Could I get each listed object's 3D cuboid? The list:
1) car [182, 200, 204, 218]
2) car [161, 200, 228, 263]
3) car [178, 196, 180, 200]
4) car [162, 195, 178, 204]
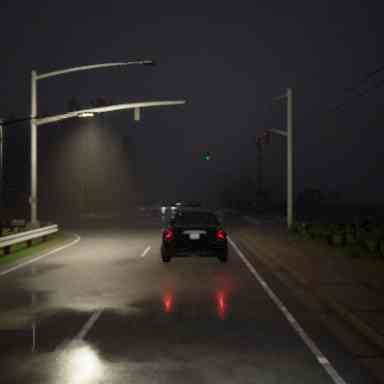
[{"bbox_3d":[0.099,1.511,30.901,1.837,1.490,4.892,0,0,0],"label":"car"},{"bbox_3d":[0.088,1.360,12.199,2.097,1.767,4.553,0,0,0],"label":"car"},{"bbox_3d":[-3.494,1.398,67.006,2.097,1.767,4.553,0,0,0],"label":"car"},{"bbox_3d":[-3.559,1.560,51.071,1.812,1.442,4.674,0,0,0],"label":"car"}]
